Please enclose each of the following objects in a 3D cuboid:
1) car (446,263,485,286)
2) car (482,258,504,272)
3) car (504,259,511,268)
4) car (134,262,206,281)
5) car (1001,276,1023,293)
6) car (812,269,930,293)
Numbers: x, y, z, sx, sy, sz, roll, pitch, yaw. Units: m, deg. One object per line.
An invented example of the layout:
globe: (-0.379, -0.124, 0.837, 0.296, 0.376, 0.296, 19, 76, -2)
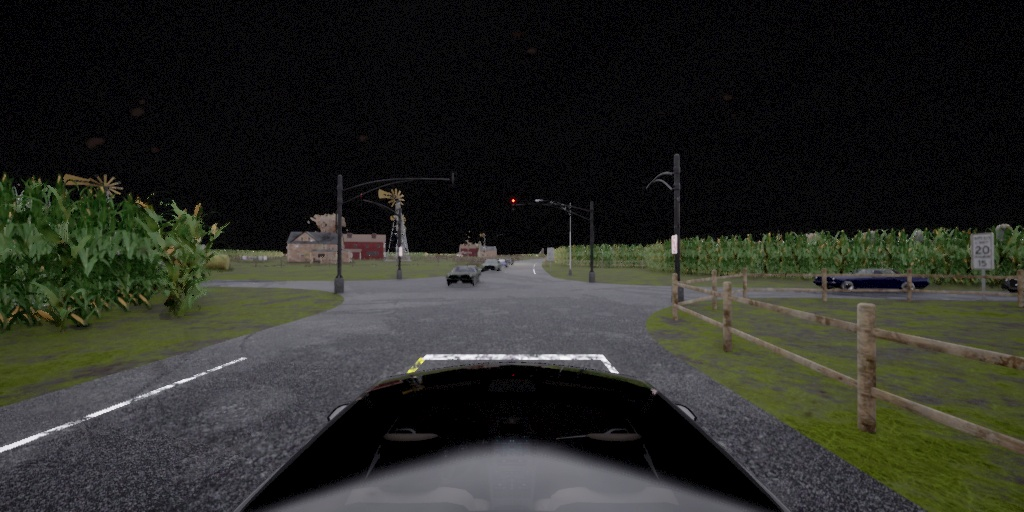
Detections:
car: (-3.278, 1.344, 24.933, 1.895, 1.301, 4.718, 0, 0, 1)
car: (-2.550, 1.084, 44.880, 2.097, 1.767, 4.553, 0, 0, 3)
car: (-1.725, 1.242, 59.850, 1.812, 1.442, 4.674, 0, 0, 4)
car: (-24.191, 1.188, 25.293, 4.902, 1.511, 2.128, 0, -1, 9)
car: (29.348, 1.373, 19.058, 4.181, 1.385, 1.994, 0, -1, 10)
car: (20.380, 1.396, 20.606, 4.718, 1.301, 1.895, 0, -1, 9)
